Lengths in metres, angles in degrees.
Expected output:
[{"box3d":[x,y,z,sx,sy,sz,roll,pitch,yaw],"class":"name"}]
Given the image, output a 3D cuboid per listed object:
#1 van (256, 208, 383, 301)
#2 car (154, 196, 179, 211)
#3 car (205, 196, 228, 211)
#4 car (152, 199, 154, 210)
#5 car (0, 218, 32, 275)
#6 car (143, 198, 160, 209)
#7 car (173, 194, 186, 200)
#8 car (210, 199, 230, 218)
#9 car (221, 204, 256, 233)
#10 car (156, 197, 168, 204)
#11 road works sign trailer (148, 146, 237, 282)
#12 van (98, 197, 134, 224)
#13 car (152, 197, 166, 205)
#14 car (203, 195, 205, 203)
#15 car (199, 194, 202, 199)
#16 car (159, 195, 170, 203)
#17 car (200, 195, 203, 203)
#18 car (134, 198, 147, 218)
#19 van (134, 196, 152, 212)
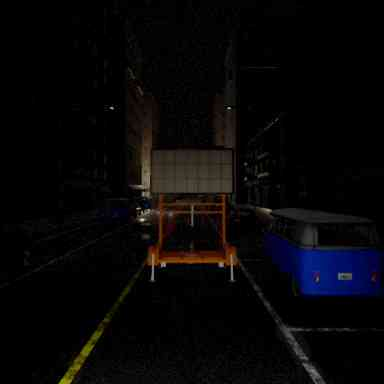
[{"box3d":[2.864,1.340,8.066,1.690,1.788,3.998,0,0,0],"class":"van"},{"box3d":[-3.060,1.548,41.158,2.033,1.411,5.357,0,0,0],"class":"car"},{"box3d":[2.892,1.315,35.572,2.192,1.841,5.009,0,0,0],"class":"car"},{"box3d":[-5.628,1.566,41.083,1.947,1.339,4.313,0,0,0],"class":"car"},{"box3d":[-5.661,1.439,8.075,1.967,1.590,4.097,0,0,0],"class":"car"},{"box3d":[-5.622,1.584,46.584,1.802,1.307,4.206,0,0,0],"class":"car"},{"box3d":[-2.926,1.137,72.721,2.150,2.045,5.566,0,0,0],"class":"car"},{"box3d":[2.887,1.581,30.071,1.802,1.307,4.206,0,0,0],"class":"car"},{"box3d":[2.876,1.581,19.069,1.802,1.307,4.206,0,0,0],"class":"car"},{"box3d":[-5.606,1.590,63.088,1.802,1.307,4.206,0,0,0],"class":"car"},{"box3d":[0.010,0.464,9.747,2.380,3.560,2.880,0,0,0],"class":"road works sign trailer"},{"box3d":[-5.645,1.340,24.580,1.690,1.788,3.998,0,0,0],"class":"van"},{"box3d":[-5.611,1.571,57.587,1.947,1.339,4.313,0,0,0],"class":"car"},{"box3d":[2.903,1.442,46.576,1.967,1.590,4.097,0,0,0],"class":"car"},{"box3d":[2.925,1.576,68.581,1.947,1.339,4.313,0,0,0],"class":"car"},{"box3d":[-5.601,1.450,68.590,1.967,1.590,4.097,0,0,0],"class":"car"},{"box3d":[2.914,1.556,57.578,2.008,1.369,4.403,0,0,0],"class":"car"},{"box3d":[-5.639,1.550,30.080,2.008,1.369,4.403,0,0,0],"class":"car"},{"box3d":[-5.634,1.340,35.581,1.690,1.788,3.998,0,0,0],"class":"van"}]
